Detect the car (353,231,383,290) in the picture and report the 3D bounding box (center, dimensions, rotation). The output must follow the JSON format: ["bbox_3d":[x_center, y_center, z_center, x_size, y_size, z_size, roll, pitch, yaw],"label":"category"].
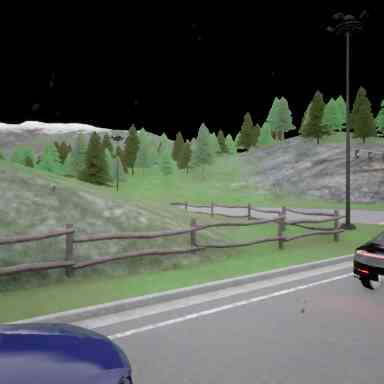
[{"bbox_3d":[5.759,1.491,7.855,4.902,1.511,2.128,0,0,-35],"label":"car"}]

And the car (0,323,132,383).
[{"bbox_3d":[-2.607,1.526,1.922,4.674,1.442,1.812,0,0,-35],"label":"car"}]
